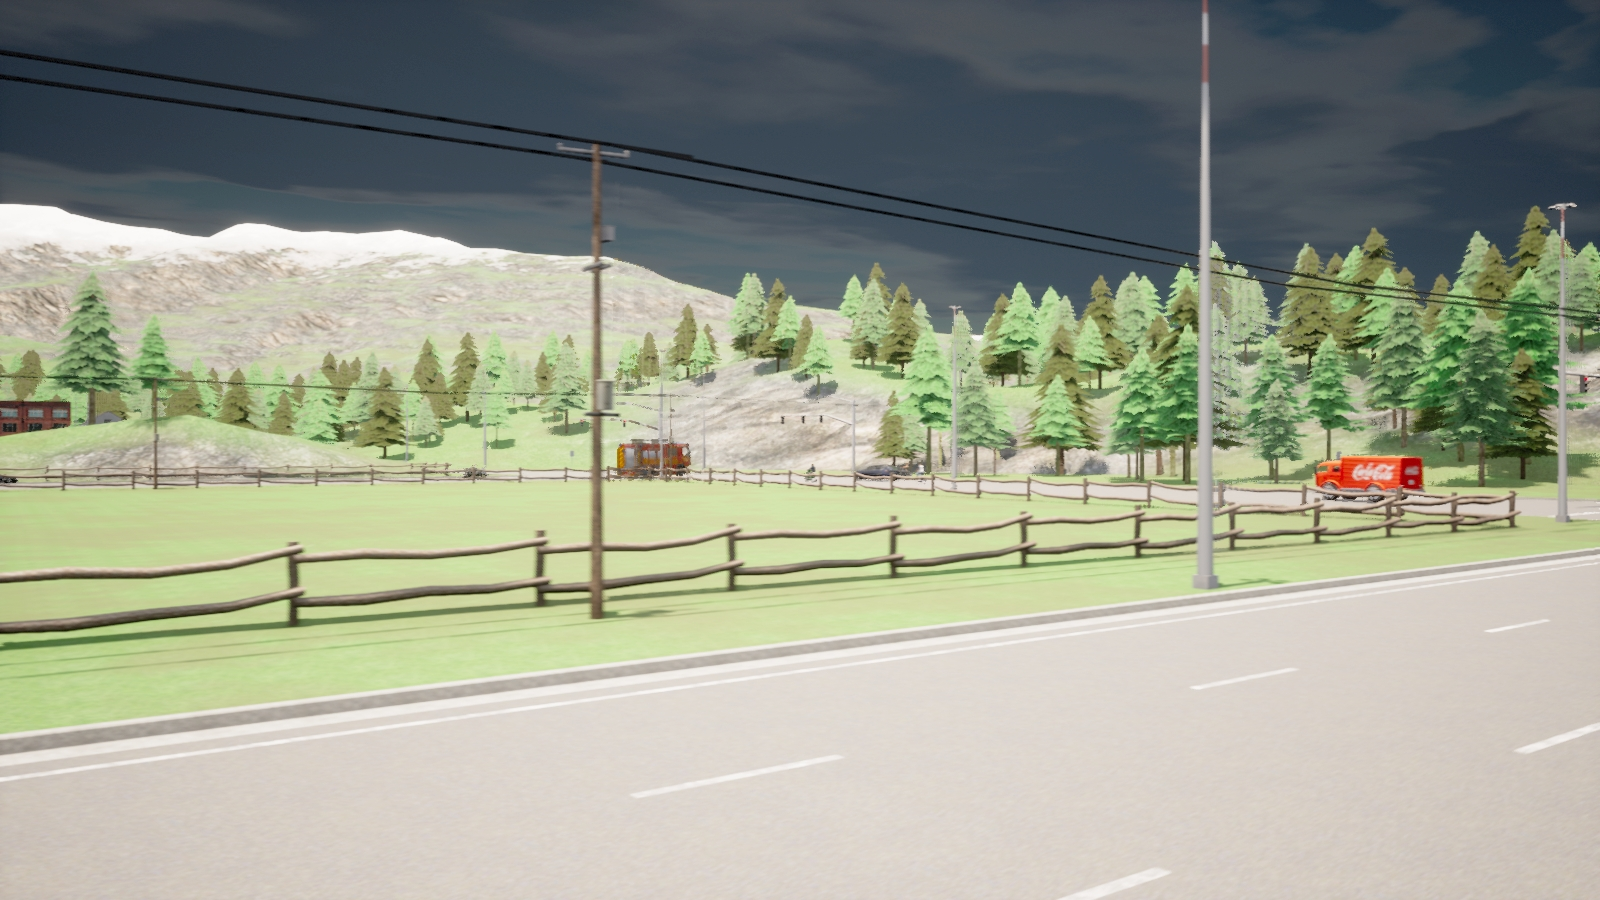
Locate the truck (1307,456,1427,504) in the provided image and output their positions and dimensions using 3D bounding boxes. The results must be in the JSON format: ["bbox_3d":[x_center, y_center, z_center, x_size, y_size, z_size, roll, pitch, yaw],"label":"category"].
[{"bbox_3d":[30.639,1.570,61.907,2.627,2.467,5.204,0,0,-33],"label":"truck"}]
